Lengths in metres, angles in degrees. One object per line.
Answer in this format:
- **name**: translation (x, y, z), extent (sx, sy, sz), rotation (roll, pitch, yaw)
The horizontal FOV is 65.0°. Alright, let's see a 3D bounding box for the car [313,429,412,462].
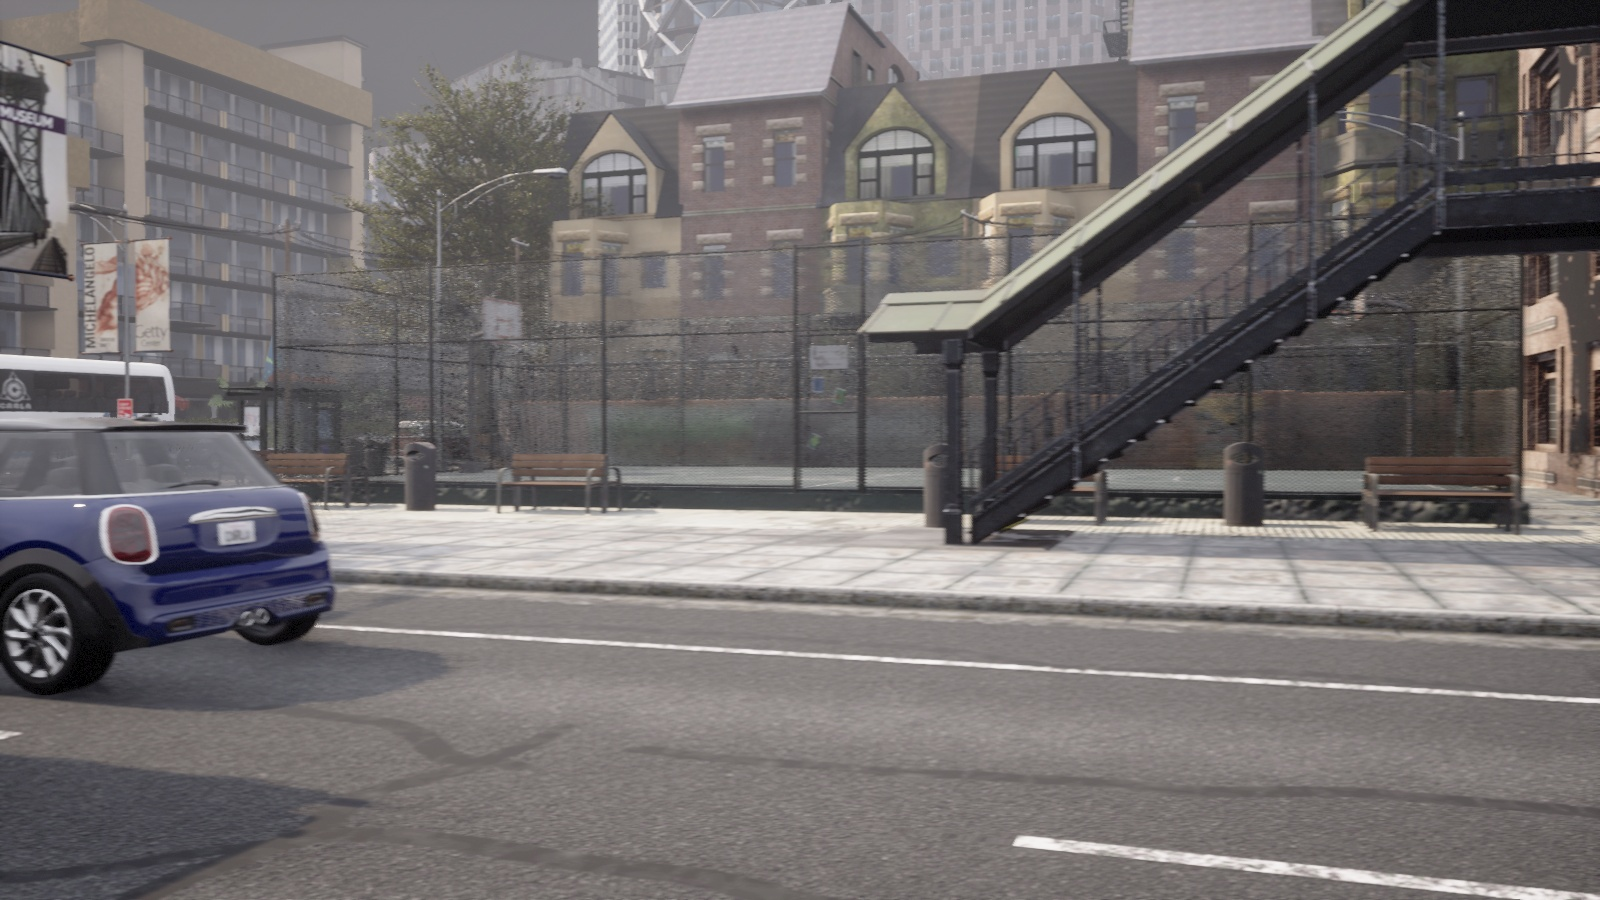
- **car**: translation (-21.226, -0.260, 61.159), extent (1.882, 1.535, 5.008), rotation (1, 1, 19)

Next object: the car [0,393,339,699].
- **car**: translation (-5.874, 0.519, 8.967), extent (4.553, 1.767, 2.097), rotation (1, 1, 19)

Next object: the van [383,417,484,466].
- **van**: translation (-16.015, -0.397, 55.072), extent (2.069, 2.038, 4.480), rotation (1, 1, 19)

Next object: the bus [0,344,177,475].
- **bus**: translation (-27.204, -1.353, 43.557), extent (3.944, 4.253, 10.273), rotation (1, 1, 18)
